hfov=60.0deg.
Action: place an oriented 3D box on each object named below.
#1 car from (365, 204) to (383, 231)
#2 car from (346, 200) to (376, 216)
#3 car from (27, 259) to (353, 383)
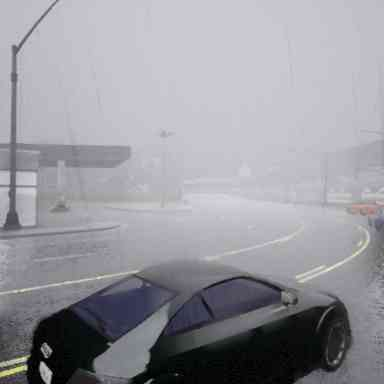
[{"bbox_3d":[13.017,1.764,22.125,1.812,1.442,4.674,1,0,21],"label":"car"},{"bbox_3d":[18.899,1.725,36.916,2.097,1.767,4.553,0,0,2],"label":"car"},{"bbox_3d":[0.251,1.592,4.229,4.181,1.385,1.994,1,0,-39],"label":"car"}]
